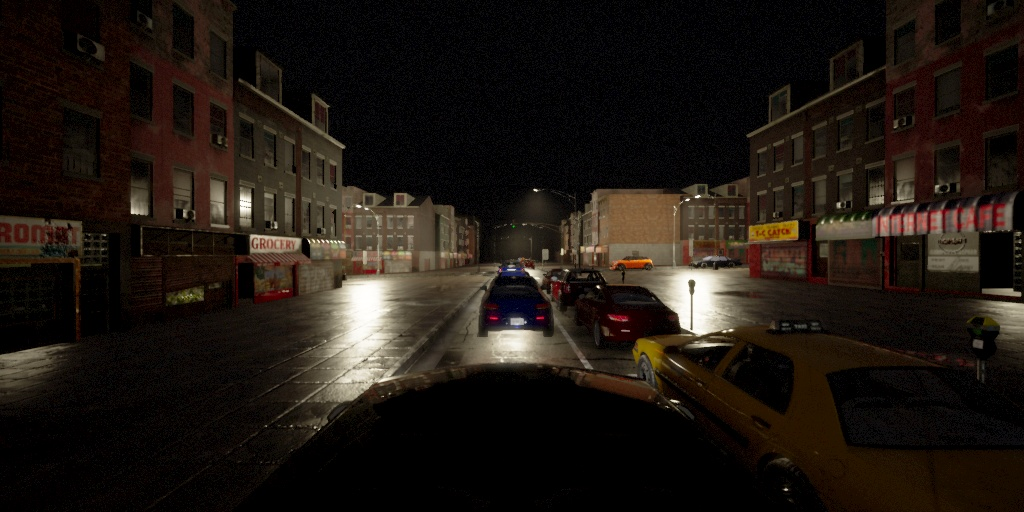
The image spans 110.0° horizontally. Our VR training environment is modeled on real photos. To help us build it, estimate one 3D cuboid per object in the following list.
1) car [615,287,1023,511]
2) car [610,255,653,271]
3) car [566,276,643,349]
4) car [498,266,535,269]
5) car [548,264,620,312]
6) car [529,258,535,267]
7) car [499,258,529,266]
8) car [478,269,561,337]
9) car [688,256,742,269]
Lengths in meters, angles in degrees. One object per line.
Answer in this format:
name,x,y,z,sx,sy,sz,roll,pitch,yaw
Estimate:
car,2.637,1.275,3.562,1.751,1.417,4.829,0,0,0
car,13.335,0.732,40.308,4.553,1.767,2.097,-1,0,0
car,2.634,1.332,8.859,1.802,1.307,4.207,0,0,0
car,0.096,1.357,17.555,1.895,1.301,4.718,0,0,0
car,2.631,1.193,14.326,1.967,1.591,4.097,0,0,0
car,2.606,1.305,57.133,1.967,1.591,4.097,0,0,0
car,-0.026,1.123,27.460,2.097,1.767,4.553,0,0,0
car,0.068,1.276,10.170,1.812,1.442,4.674,0,0,-1
car,22.822,0.682,40.333,5.357,1.411,2.033,-1,0,0
